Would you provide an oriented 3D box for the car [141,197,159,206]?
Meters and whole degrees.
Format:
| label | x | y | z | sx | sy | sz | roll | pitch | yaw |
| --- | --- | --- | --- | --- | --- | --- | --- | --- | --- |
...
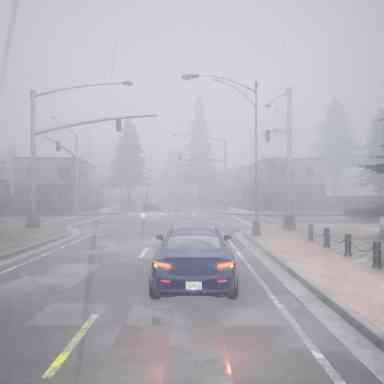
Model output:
| label | x | y | z | sx | sy | sz | roll | pitch | yaw |
| --- | --- | --- | --- | --- | --- | --- | --- | --- | --- |
| car | -6.996 | 1.512 | 54.624 | 2.033 | 1.411 | 5.357 | 0 | 0 | -17 |

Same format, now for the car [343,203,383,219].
| label | x | y | z | sx | sy | sz | roll | pitch | yaw |
| --- | --- | --- | --- | --- | --- | --- | --- | --- | --- |
| car | 15.458 | 1.585 | 28.173 | 4.718 | 1.301 | 1.895 | 0 | 0 | 2 |

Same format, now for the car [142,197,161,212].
| label | x | y | z | sx | sy | sz | roll | pitch | yaw |
| --- | --- | --- | --- | --- | --- | --- | --- | --- | --- |
| car | -4.547 | 1.443 | 37.759 | 1.882 | 1.535 | 5.008 | 0 | 0 | -3 |

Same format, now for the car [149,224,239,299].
| label | x | y | z | sx | sy | sz | roll | pitch | yaw |
| --- | --- | --- | --- | --- | --- | --- | --- | --- | --- |
| car | 0.045 | 1.526 | 8.305 | 1.812 | 1.442 | 4.674 | 0 | 0 | 0 |

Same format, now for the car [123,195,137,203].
| label | x | y | z | sx | sy | sz | roll | pitch | yaw |
| --- | --- | --- | --- | --- | --- | --- | --- | --- | --- |
| car | -13.031 | 1.442 | 69.122 | 1.882 | 1.535 | 5.008 | 0 | 0 | -31 |
